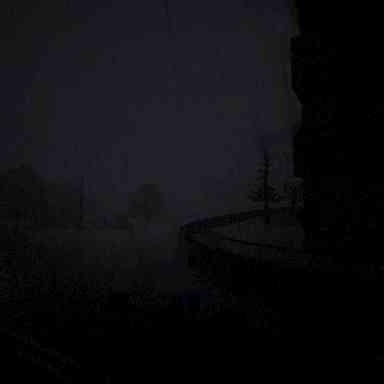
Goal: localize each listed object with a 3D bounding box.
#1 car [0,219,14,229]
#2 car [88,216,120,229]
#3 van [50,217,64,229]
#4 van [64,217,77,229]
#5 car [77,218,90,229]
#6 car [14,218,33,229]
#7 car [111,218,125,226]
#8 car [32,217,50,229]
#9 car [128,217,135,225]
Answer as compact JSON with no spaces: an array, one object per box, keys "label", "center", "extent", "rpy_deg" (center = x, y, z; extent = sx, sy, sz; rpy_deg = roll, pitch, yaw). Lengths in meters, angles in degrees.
[{"label":"car","center":[-28.050,4.475,46.432],"extent":[4.674,1.452,2.002],"rpy_deg":[0,-6,5]},{"label":"car","center":[-17.837,6.487,68.258],"extent":[5.566,2.045,2.435],"rpy_deg":[0,-6,5]},{"label":"van","center":[-24.098,5.075,54.635],"extent":[4.442,1.987,1.878],"rpy_deg":[0,-6,5]},{"label":"van","center":[-22.816,5.363,57.364],"extent":[4.442,1.987,1.878],"rpy_deg":[0,-6,5]},{"label":"car","center":[-21.647,5.876,60.065],"extent":[4.892,1.521,2.231],"rpy_deg":[0,-6,5]},{"label":"car","center":[-26.783,4.764,49.168],"extent":[4.674,1.452,2.002],"rpy_deg":[0,-6,5]},{"label":"car","center":[-20.327,8.250,91.790],"extent":[1.946,1.575,5.366],"rpy_deg":[0,1,10]},{"label":"car","center":[-25.683,5.009,51.910],"extent":[5.366,1.575,1.946],"rpy_deg":[0,-6,5]},{"label":"car","center":[-17.876,8.309,89.957],"extent":[2.163,1.488,4.792],"rpy_deg":[0,1,10]}]
